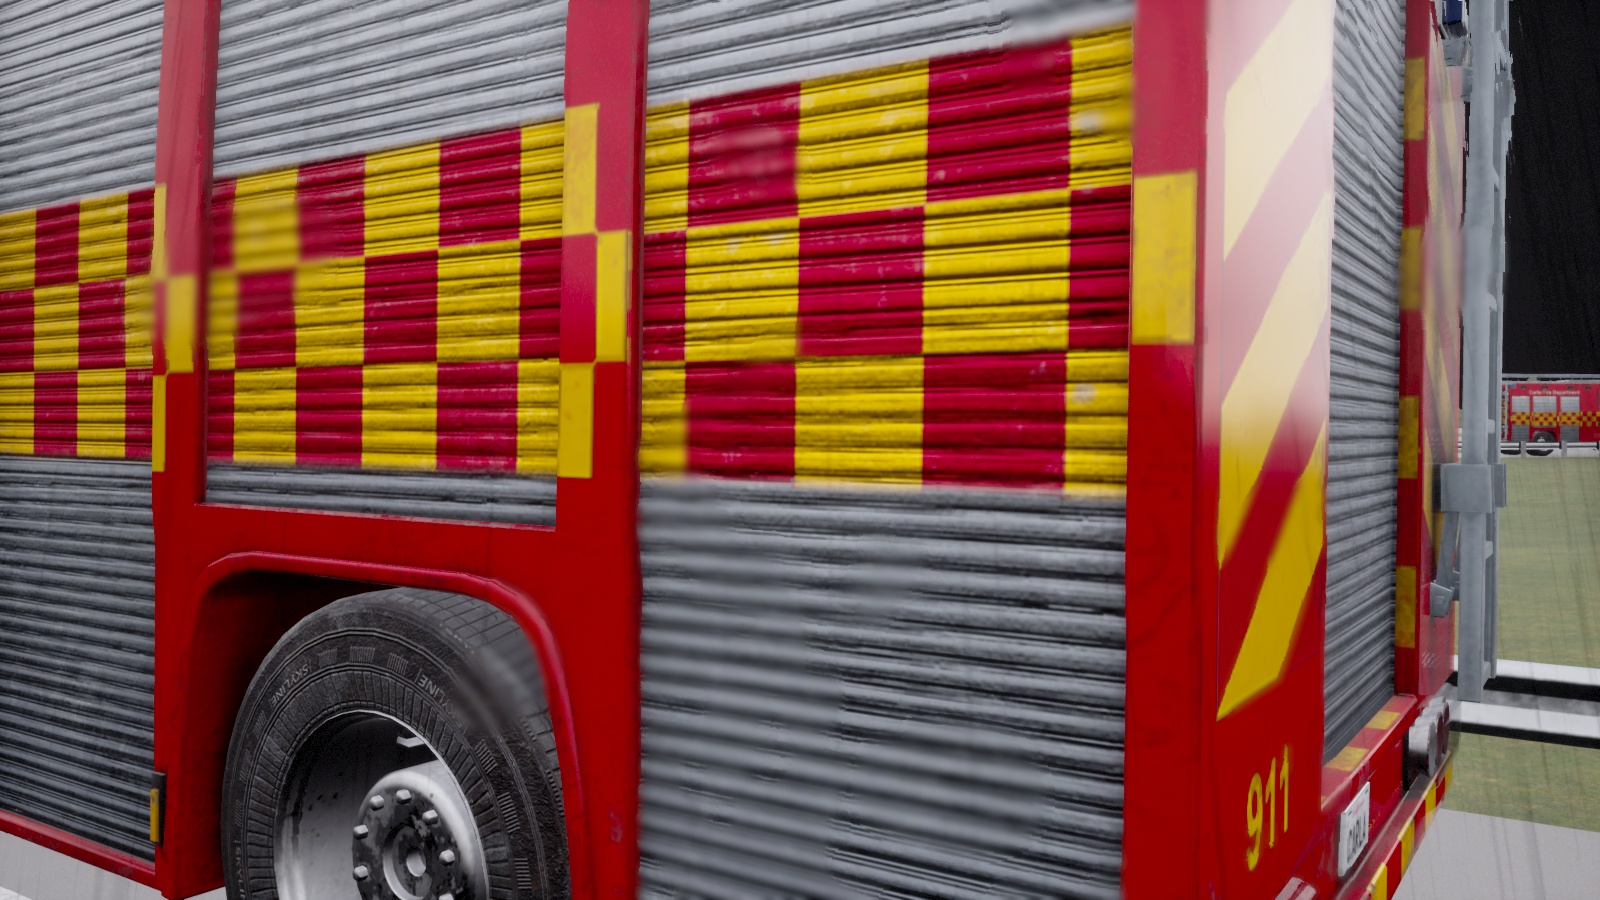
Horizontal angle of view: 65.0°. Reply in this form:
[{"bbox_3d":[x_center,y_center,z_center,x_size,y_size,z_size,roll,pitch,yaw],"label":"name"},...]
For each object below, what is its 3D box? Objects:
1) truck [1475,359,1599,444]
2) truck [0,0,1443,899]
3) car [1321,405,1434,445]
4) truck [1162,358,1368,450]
[{"bbox_3d":[36.705,-2.315,59.035,8.468,3.827,2.891,-1,1,-4],"label":"truck"},{"bbox_3d":[-2.277,-0.483,5.145,8.468,3.827,2.891,0,1,34],"label":"truck"},{"bbox_3d":[27.974,-1.195,60.889,4.605,1.855,1.932,-1,1,-7],"label":"car"},{"bbox_3d":[21.067,-1.984,56.955,8.468,3.827,2.891,-1,1,26],"label":"truck"}]
